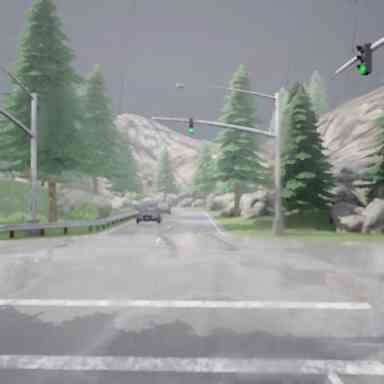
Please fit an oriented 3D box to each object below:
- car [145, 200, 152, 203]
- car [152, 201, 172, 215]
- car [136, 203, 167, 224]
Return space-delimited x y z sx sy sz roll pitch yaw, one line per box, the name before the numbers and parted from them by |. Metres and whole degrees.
car | -7.553 2.264 58.608 1.837 1.490 4.892 1 -2 -40
car | -3.538 2.054 40.938 1.812 1.442 4.674 0 -1 0
car | -3.569 1.933 28.566 1.994 1.385 4.181 0 -1 0
